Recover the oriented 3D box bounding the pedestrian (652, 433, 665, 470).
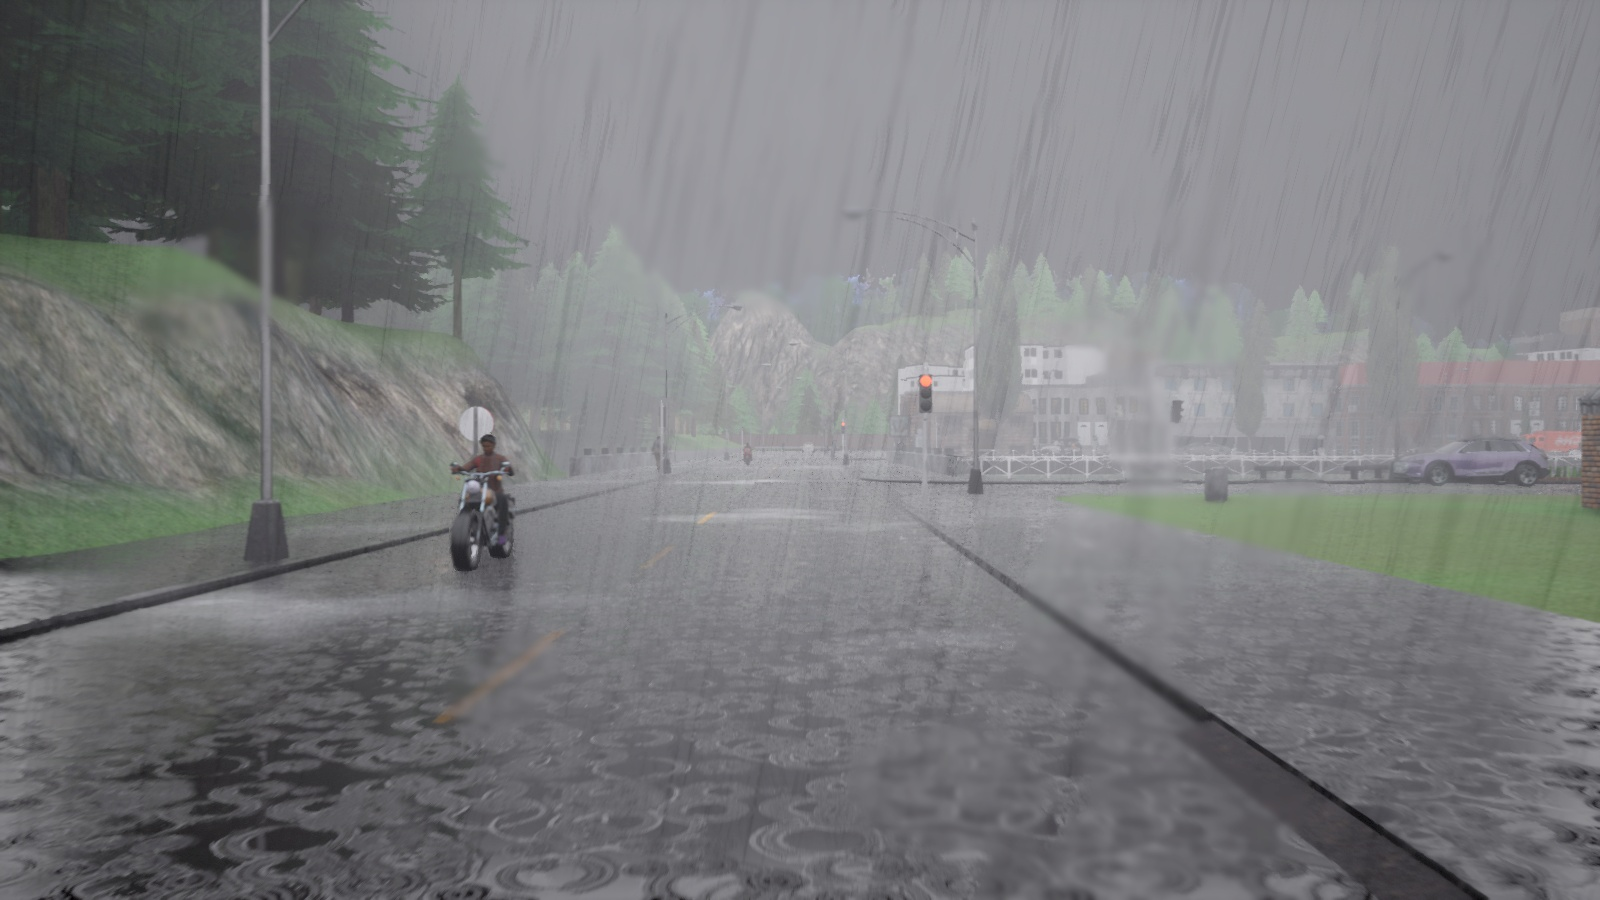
[{"bbox_3d":[-7.103,0.095,63.103,0.540,1.848,0.694,0,0,0],"label":"pedestrian"}]

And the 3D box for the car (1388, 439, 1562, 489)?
[{"bbox_3d":[23.017,0.453,42.952,4.856,1.649,2.033,0,0,0],"label":"car"}]

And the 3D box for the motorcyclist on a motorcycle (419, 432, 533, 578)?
[{"bbox_3d":[-3.885,0.607,15.283,0.766,1.649,2.350,0,1,0],"label":"motorcyclist on a motorcycle"}]
